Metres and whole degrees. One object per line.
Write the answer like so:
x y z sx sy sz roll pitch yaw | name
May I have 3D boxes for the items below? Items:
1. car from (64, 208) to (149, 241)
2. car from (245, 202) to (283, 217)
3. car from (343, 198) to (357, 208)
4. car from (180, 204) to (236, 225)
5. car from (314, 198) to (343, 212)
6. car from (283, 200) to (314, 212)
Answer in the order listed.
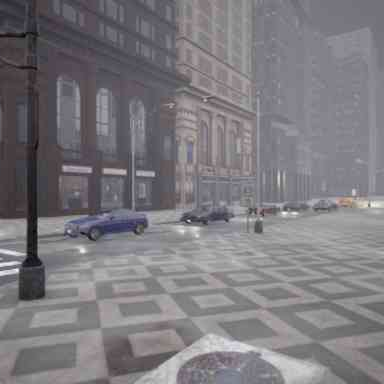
-4.252 1.563 17.221 1.812 1.442 4.674 0 0 37 | car
7.036 1.695 32.971 1.895 1.301 4.718 0 0 36 | car
23.877 1.632 51.002 1.882 1.535 5.008 0 0 36 | car
1.342 1.614 25.035 2.033 1.411 5.357 0 0 36 | car
16.420 1.669 40.590 2.033 1.411 5.357 0 0 37 | car
12.935 1.669 41.131 2.033 1.411 5.357 0 0 36 | car
